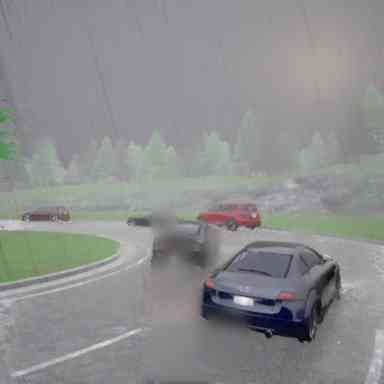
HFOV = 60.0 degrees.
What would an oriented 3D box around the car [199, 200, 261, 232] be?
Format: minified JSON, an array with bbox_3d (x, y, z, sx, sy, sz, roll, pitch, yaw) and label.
[{"bbox_3d":[2.690,1.826,25.198,2.150,2.045,5.566,2,-2,-37],"label":"car"}]

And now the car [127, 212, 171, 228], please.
[{"bbox_3d":[-2.934,2.225,25.952,4.718,1.301,1.895,-1,-2,39],"label":"car"}]

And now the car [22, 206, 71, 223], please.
[{"bbox_3d":[-14.581,2.156,33.313,4.553,1.767,2.097,0,-1,11],"label":"car"}]

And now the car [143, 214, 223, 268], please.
[{"bbox_3d":[-0.110,1.803,12.299,1.837,1.490,4.892,2,-1,10],"label":"car"}]

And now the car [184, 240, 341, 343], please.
[{"bbox_3d":[1.846,1.735,6.973,1.994,1.385,4.181,-1,-1,31],"label":"car"}]
